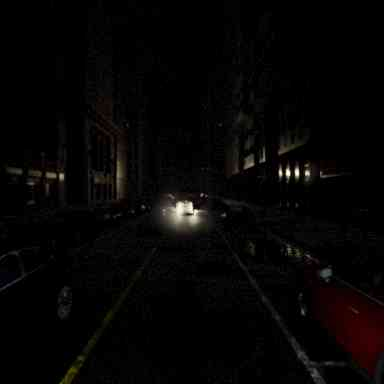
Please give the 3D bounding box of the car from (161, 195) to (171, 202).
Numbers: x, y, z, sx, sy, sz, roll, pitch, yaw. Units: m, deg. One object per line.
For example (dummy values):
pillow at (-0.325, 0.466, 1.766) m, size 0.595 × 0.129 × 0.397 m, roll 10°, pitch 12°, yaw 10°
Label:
car at (-5.573, 1.395, 71.646) m, size 1.967 × 1.590 × 4.097 m, roll 0°, pitch 0°, yaw 0°

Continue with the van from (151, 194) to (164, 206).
van at (-5.616, 1.300, 54.840) m, size 1.690 × 1.788 × 3.998 m, roll 0°, pitch 0°, yaw 0°

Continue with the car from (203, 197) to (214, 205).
car at (2.923, 1.538, 60.433) m, size 1.802 × 1.307 × 4.206 m, roll 0°, pitch 0°, yaw 0°

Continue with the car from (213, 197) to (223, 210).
car at (2.865, 1.532, 38.026) m, size 1.947 × 1.339 × 4.313 m, roll 0°, pitch 0°, yaw 0°

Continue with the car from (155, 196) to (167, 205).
car at (-5.602, 1.483, 60.271) m, size 1.752 × 1.417 × 4.829 m, roll 0°, pitch 0°, yaw 0°

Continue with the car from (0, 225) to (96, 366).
car at (-3.089, 1.488, 4.338) m, size 2.128 × 1.511 × 4.902 m, roll 0°, pitch 0°, yaw 0°

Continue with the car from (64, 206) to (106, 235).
car at (-5.719, 1.553, 15.628) m, size 1.947 × 1.339 × 4.313 m, roll 0°, pitch 0°, yaw 0°

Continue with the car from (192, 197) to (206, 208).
car at (0.966, 1.466, 47.882) m, size 1.837 × 1.490 × 4.892 m, roll 0°, pitch 0°, yaw 0°

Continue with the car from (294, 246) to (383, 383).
car at (2.778, 1.436, 4.413) m, size 1.967 × 1.590 × 4.097 m, roll 0°, pitch 0°, yaw 0°

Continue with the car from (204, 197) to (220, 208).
car at (2.894, 1.511, 49.229) m, size 2.008 × 1.369 × 4.403 m, roll 0°, pitch 0°, yaw 0°

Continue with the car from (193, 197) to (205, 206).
car at (1.041, 1.484, 53.881) m, size 1.812 × 1.442 × 4.674 m, roll 0°, pitch 0°, yaw 0°

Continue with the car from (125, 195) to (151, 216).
car at (-5.674, 1.288, 32.433) m, size 2.192 × 1.841 × 5.009 m, roll 0°, pitch 0°, yaw 0°

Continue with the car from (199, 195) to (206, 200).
car at (3.010, 1.533, 94.046) m, size 1.802 × 1.307 × 4.206 m, roll 0°, pitch 0°, yaw 0°

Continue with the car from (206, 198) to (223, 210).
car at (2.879, 1.529, 43.627) m, size 1.947 × 1.339 × 4.313 m, roll 0°, pitch 0°, yaw 0°

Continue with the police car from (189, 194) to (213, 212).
police car at (0.959, 1.393, 37.988) m, size 1.930 × 1.638 × 5.238 m, roll 0°, pitch 0°, yaw 0°

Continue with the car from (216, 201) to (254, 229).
car at (2.821, 1.525, 21.219) m, size 1.887 × 1.381 × 4.507 m, roll 0°, pitch 0°, yaw 0°

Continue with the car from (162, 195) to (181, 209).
car at (-2.974, 1.511, 44.870) m, size 2.033 × 1.411 × 5.357 m, roll 0°, pitch 0°, yaw 0°

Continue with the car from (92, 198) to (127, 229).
car at (-5.704, 1.422, 21.230) m, size 1.967 × 1.590 × 4.097 m, roll 0°, pitch 0°, yaw 0°

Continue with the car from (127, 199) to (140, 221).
car at (-5.690, 1.543, 26.831) m, size 1.947 × 1.339 × 4.313 m, roll 0°, pitch 0°, yaw 0°

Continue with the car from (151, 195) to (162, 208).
car at (-5.645, 1.280, 43.637) m, size 2.192 × 1.841 × 5.009 m, roll 0°, pitch 0°, yaw 0°

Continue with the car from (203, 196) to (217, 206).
car at (2.909, 1.398, 54.832) m, size 1.967 × 1.590 × 4.097 m, roll 0°, pitch 0°, yaw 0°

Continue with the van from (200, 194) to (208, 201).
van at (2.982, 1.293, 82.842) m, size 1.690 × 1.788 × 3.998 m, roll 0°, pitch 0°, yaw 0°

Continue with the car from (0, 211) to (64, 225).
car at (-5.733, 1.432, 10.027) m, size 1.967 × 1.590 × 4.097 m, roll 0°, pitch 0°, yaw 0°

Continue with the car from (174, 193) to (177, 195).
car at (-5.543, 1.393, 82.849) m, size 1.967 × 1.590 × 4.097 m, roll 0°, pitch 0°, yaw 0°

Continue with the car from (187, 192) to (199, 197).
car at (0.190, 1.327, 72.664) m, size 1.837 × 1.490 × 4.892 m, roll 0°, pitch 0°, yaw 0°

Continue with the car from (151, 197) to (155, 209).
car at (-5.660, 1.550, 38.035) m, size 1.802 × 1.307 × 4.206 m, roll 0°, pitch 0°, yaw 0°
